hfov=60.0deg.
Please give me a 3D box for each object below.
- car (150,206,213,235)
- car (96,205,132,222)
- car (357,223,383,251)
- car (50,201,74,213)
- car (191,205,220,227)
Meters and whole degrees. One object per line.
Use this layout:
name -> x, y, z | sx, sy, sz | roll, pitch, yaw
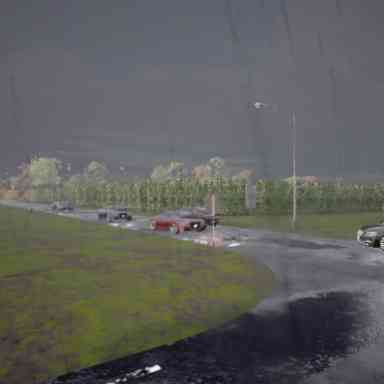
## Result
car -> -0.941, 1.783, 20.781 | 1.994, 1.385, 4.181 | 0, 0, -35
car -> -6.844, 1.821, 29.090 | 1.994, 1.385, 4.181 | 0, 0, -36
car -> 9.481, 1.682, 13.552 | 4.902, 1.511, 2.128 | 0, 2, 15
car -> -16.857, 1.869, 43.032 | 2.033, 1.411, 5.357 | 0, 0, -36
car -> 0.014, 1.738, 24.176 | 1.837, 1.490, 4.892 | 0, 0, -34
